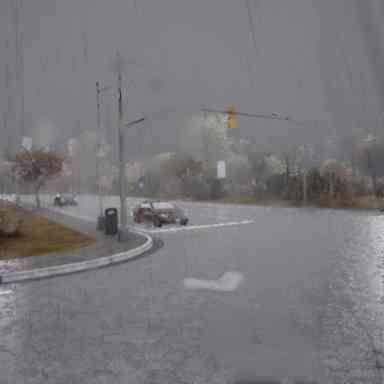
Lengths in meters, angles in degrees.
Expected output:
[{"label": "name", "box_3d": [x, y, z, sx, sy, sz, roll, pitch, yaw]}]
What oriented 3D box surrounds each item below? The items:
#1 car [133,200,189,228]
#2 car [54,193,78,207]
[{"label": "car", "box_3d": [-1.999, 1.243, 19.873, 1.812, 1.442, 4.674, -2, 1, -32]}, {"label": "car", "box_3d": [-15.973, 0.909, 42.013, 2.097, 1.767, 4.553, -2, 2, -32]}]
